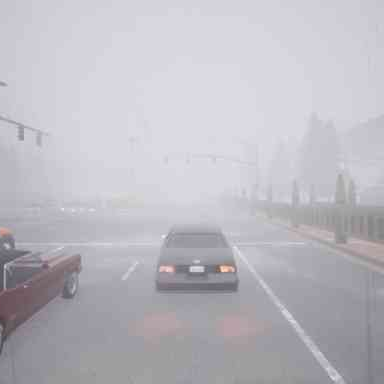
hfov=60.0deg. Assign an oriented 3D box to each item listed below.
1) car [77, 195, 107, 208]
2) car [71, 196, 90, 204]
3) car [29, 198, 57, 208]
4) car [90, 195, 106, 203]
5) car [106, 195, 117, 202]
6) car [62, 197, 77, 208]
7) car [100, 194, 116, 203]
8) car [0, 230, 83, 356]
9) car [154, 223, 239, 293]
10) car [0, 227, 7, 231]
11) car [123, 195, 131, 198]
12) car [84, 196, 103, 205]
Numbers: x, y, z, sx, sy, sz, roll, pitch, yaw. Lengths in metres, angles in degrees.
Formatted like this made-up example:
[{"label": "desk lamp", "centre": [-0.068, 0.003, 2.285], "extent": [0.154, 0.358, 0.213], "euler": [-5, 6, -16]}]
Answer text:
[{"label": "car", "centre": [-14.144, 1.547, 47.306], "extent": [2.033, 1.411, 5.357], "euler": [0, 0, 0]}, {"label": "car", "centre": [-21.088, 1.477, 63.090], "extent": [1.882, 1.535, 5.008], "euler": [0, 0, 0]}, {"label": "car", "centre": [-21.144, 1.547, 47.417], "extent": [2.033, 1.411, 5.357], "euler": [0, 0, 0]}, {"label": "car", "centre": [-21.072, 1.525, 74.630], "extent": [2.128, 1.511, 4.902], "euler": [0, 0, 0]}, {"label": "car", "centre": [-14.124, 1.601, 58.969], "extent": [1.895, 1.301, 4.718], "euler": [0, 0, 0]}, {"label": "car", "centre": [-17.627, 1.526, 49.430], "extent": [1.812, 1.442, 4.674], "euler": [0, 0, 0]}, {"label": "car", "centre": [-17.567, 1.355, 69.763], "extent": [2.097, 1.767, 4.553], "euler": [0, 0, 0]}, {"label": "car", "centre": [-3.405, 1.601, 5.519], "extent": [1.895, 1.301, 4.718], "euler": [0, 0, 0]}, {"label": "car", "centre": [0.091, 1.547, 8.974], "extent": [2.033, 1.411, 5.357], "euler": [0, 0, 0]}, {"label": "car", "centre": [-6.909, 1.352, 9.183], "extent": [2.097, 1.767, 4.553], "euler": [0, 0, 0]}, {"label": "car", "centre": [-14.070, 1.525, 73.387], "extent": [2.128, 1.511, 4.902], "euler": [0, 0, 0]}, {"label": "car", "centre": [-17.621, 1.478, 59.465], "extent": [1.882, 1.535, 5.008], "euler": [0, 0, 1]}]
